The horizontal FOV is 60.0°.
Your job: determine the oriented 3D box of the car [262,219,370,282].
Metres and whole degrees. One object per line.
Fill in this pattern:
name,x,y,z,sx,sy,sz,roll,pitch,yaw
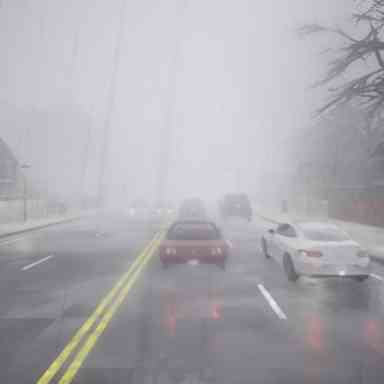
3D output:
car,3.299,1.509,9.577,1.812,1.442,4.674,0,0,1

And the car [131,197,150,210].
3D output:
car,-6.586,1.433,42.716,1.837,1.490,4.892,0,0,0

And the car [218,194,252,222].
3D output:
car,3.306,1.179,26.315,2.150,2.045,5.566,0,0,0

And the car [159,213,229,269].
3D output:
car,0.059,1.582,11.027,1.895,1.301,4.718,0,0,0

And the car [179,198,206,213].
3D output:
car,0.058,1.305,27.108,2.097,1.767,4.553,0,0,0

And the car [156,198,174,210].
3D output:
car,-3.339,1.491,42.096,1.994,1.385,4.181,0,0,0
